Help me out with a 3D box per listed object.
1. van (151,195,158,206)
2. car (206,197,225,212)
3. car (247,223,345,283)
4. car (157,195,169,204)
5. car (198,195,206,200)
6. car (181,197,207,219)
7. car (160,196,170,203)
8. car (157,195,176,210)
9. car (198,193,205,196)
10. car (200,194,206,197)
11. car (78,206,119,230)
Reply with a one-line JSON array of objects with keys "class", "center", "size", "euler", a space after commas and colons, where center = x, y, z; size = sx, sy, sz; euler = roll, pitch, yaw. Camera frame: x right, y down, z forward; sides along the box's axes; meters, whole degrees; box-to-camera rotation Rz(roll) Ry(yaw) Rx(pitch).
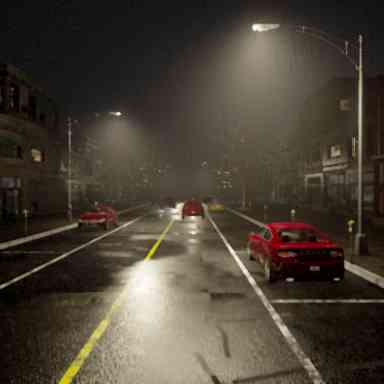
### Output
[{"class": "van", "center": [-5.669, 1.295, 53.875], "size": [1.690, 1.788, 3.998], "euler": [0, 0, 0]}, {"class": "car", "center": [2.705, 1.493, 37.409], "size": [1.752, 1.417, 4.829], "euler": [-1, 0, 0]}, {"class": "car", "center": [2.692, 1.537, 9.519], "size": [1.887, 1.381, 4.507], "euler": [-1, 0, 0]}, {"class": "car", "center": [-5.663, 1.384, 64.963], "size": [1.967, 1.590, 4.097], "euler": [0, 0, 0]}, {"class": "car", "center": [2.731, 1.468, 92.679], "size": [2.008, 1.369, 4.403], "euler": [-1, 0, 0]}, {"class": "car", "center": [0.104, 1.453, 28.829], "size": [1.882, 1.535, 5.008], "euler": [0, 0, 0]}, {"class": "car", "center": [-5.660, 1.520, 70.507], "size": [1.802, 1.307, 4.206], "euler": [0, 0, 0]}, {"class": "car", "center": [-3.064, 1.440, 43.139], "size": [1.882, 1.535, 5.008], "euler": [0, 0, 0]}, {"class": "car", "center": [2.727, 1.238, 87.135], "size": [2.192, 1.841, 5.009], "euler": [-1, 0, 0]}, {"class": "car", "center": [2.716, 1.493, 59.415], "size": [1.887, 1.381, 4.507], "euler": [-1, 0, 0]}, {"class": "car", "center": [-5.683, 1.565, 20.611], "size": [1.802, 1.307, 4.206], "euler": [0, 0, 0]}]
